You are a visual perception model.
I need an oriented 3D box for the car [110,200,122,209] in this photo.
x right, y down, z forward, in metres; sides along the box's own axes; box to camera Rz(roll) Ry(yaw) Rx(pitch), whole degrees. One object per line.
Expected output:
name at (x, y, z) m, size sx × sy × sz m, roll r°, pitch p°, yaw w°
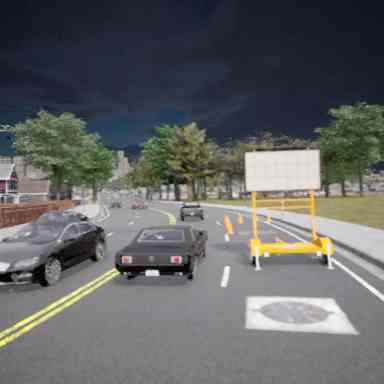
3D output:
car at (-13.335, 2.120, 58.048) m, size 2.033 × 1.411 × 5.357 m, roll -2°, pitch 0°, yaw -15°

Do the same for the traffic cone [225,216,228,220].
traffic cone at (2.177, 1.906, 19.795) m, size 0.340 × 0.580 × 0.340 m, roll -2°, pitch 0°, yaw 4°

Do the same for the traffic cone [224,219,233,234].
traffic cone at (2.038, 1.908, 17.799) m, size 0.340 × 0.580 × 0.340 m, roll -2°, pitch 0°, yaw 4°

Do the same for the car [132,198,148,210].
car at (-8.072, 1.718, 51.059) m, size 2.097 × 1.767 × 4.553 m, roll -2°, pitch 0°, yaw -15°

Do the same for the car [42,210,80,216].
car at (-6.707, 1.720, 16.769) m, size 2.128 × 1.511 × 4.902 m, roll -2°, pitch 0°, yaw 3°

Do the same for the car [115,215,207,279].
car at (-0.628, 1.627, 10.092) m, size 1.895 × 1.301 × 4.718 m, roll -2°, pitch 0°, yaw 8°

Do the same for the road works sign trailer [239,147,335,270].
road works sign trailer at (2.900, 0.381, 10.728) m, size 2.380 × 3.560 × 2.880 m, roll -2°, pitch 0°, yaw 4°

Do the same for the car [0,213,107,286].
car at (-4.175, 1.627, 9.948) m, size 2.128 × 1.511 × 4.902 m, roll -2°, pitch 0°, yaw 8°

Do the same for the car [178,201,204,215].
car at (-0.114, 1.532, 28.431) m, size 2.128 × 1.511 × 4.902 m, roll -2°, pitch 0°, yaw -4°
